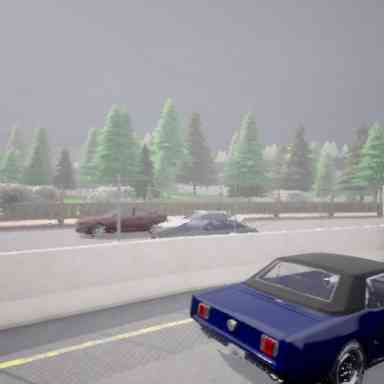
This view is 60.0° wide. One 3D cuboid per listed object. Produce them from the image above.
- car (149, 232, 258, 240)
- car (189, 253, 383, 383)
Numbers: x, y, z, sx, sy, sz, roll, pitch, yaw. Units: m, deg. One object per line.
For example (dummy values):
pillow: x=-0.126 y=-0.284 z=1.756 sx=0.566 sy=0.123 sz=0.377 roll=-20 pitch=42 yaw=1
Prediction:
car: x=0.512 y=1.634 z=12.341 sx=4.181 sy=1.385 sz=1.994 roll=1 pitch=0 yaw=-30
car: x=2.411 y=1.649 z=5.146 sx=4.718 sy=1.301 sz=1.895 roll=1 pitch=0 yaw=-32
